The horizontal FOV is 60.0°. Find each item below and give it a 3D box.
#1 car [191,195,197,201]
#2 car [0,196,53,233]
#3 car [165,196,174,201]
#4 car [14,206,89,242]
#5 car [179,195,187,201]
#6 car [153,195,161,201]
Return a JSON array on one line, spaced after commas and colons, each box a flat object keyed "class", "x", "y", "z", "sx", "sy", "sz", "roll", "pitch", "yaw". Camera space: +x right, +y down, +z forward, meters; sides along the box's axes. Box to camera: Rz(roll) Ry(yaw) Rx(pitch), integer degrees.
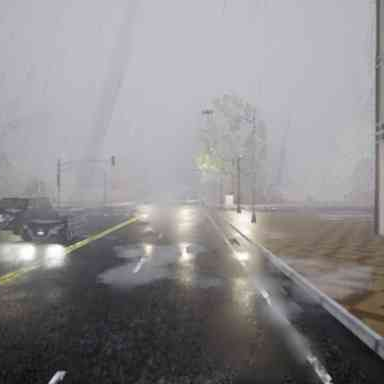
[{"class": "car", "x": 0.567, "y": 1.655, "z": 92.847, "sx": 1.837, "sy": 1.490, "sz": 4.892, "roll": 0, "pitch": 0, "yaw": 1}, {"class": "car", "x": -9.838, "y": 1.266, "z": 19.000, "sx": 2.150, "sy": 2.045, "sz": 5.566, "roll": 0, "pitch": 0, "yaw": 0}, {"class": "car", "x": -6.017, "y": 1.678, "z": 88.005, "sx": 1.812, "sy": 1.442, "sz": 4.674, "roll": 0, "pitch": 0, "yaw": 1}, {"class": "car", "x": -6.592, "y": 1.604, "z": 16.477, "sx": 1.994, "sy": 1.385, "sz": 4.181, "roll": 0, "pitch": 0, "yaw": 0}, {"class": "car", "x": -2.683, "y": 1.632, "z": 92.902, "sx": 1.882, "sy": 1.535, "sz": 5.008, "roll": 0, "pitch": 0, "yaw": 1}, {"class": "car", "x": -9.266, "y": 1.653, "z": 88.060, "sx": 1.837, "sy": 1.490, "sz": 4.892, "roll": 0, "pitch": 0, "yaw": 1}]
